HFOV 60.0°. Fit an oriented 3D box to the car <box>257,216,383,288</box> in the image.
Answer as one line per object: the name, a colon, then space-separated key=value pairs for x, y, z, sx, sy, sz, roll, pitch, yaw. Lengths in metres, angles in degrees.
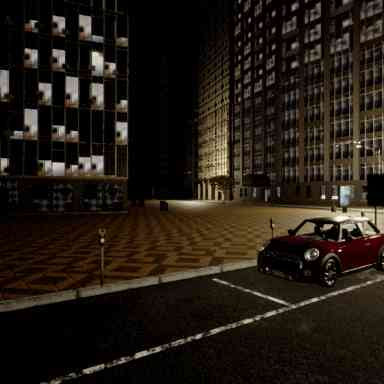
car: x=3.691 y=1.439 z=9.196 sx=4.097 sy=1.590 sz=1.967 roll=0 pitch=0 yaw=-36
